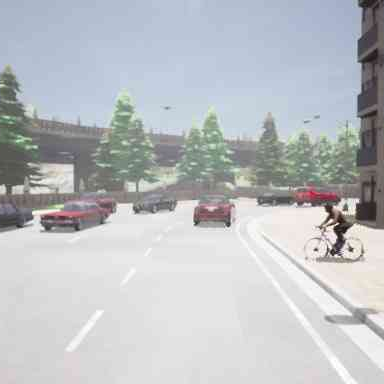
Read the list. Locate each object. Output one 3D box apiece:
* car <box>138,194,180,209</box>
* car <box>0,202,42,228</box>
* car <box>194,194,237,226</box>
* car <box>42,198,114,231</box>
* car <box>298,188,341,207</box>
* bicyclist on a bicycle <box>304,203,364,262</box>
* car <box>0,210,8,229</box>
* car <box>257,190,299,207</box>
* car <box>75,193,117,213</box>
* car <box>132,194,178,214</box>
[{"bbox_3d":[-3.356,0.902,34.518,1.994,1.385,4.181,1,1,35],"label":"car"},{"bbox_3d":[-9.870,1.224,16.228,2.033,1.411,5.357,0,1,5],"label":"car"},{"bbox_3d":[1.514,0.968,20.203,2.097,1.767,4.553,0,1,12],"label":"car"},{"bbox_3d":[-6.145,1.249,17.989,1.895,1.301,4.718,0,1,8],"label":"car"},{"bbox_3d":[13.768,0.541,36.371,5.566,2.045,2.150,0,1,-30],"label":"car"},{"bbox_3d":[3.911,1.129,9.161,1.656,1.620,0.582,0,1,2],"label":"bicyclist on a bicycle"},{"bbox_3d":[-6.911,1.389,7.718,2.033,1.411,5.357,0,1,2],"label":"car"},{"bbox_3d":[9.489,0.775,37.553,5.008,1.535,1.882,-1,1,-37],"label":"car"},{"bbox_3d":[-7.751,0.855,25.503,2.097,1.767,4.553,0,1,21],"label":"car"},{"bbox_3d":[-3.077,0.967,27.984,1.837,1.490,4.892,1,1,27],"label":"car"}]
